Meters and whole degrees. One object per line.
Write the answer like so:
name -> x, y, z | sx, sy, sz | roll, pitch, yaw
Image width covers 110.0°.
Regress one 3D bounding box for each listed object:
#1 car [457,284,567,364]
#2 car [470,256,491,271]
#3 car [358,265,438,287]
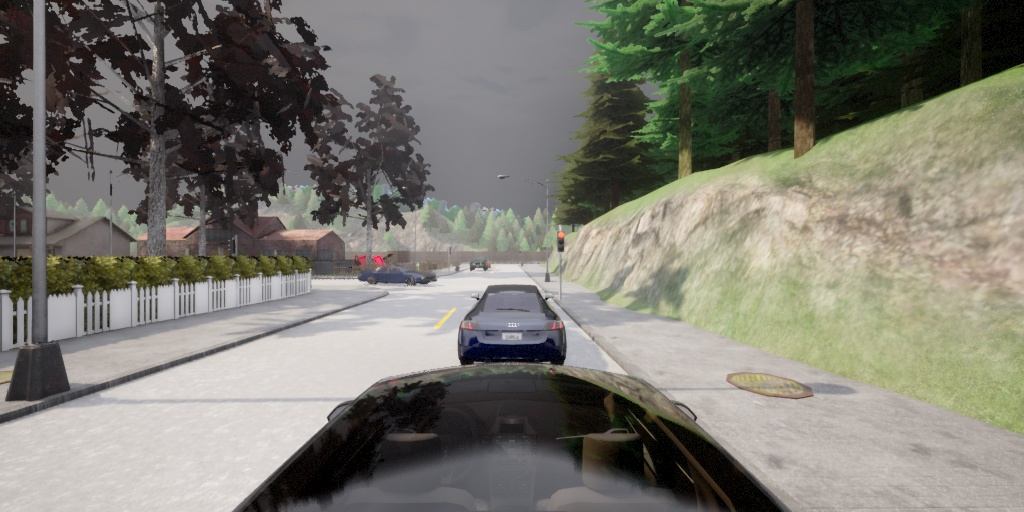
car -> 0.005, 1.314, 8.002 | 1.994, 1.385, 4.181 | 0, 0, 0
car -> -4.529, 0.972, 49.488 | 2.150, 2.045, 5.566 | 0, 0, 0
car -> -7.778, 1.298, 24.325 | 5.357, 1.411, 2.033 | 0, 0, 18
